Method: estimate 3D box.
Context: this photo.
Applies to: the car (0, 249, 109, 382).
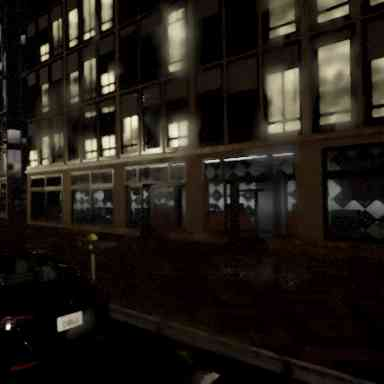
[{"bbox_3d":[-3.115,1.579,5.212,4.313,1.339,1.947,0,-1,37],"label":"car"}]
